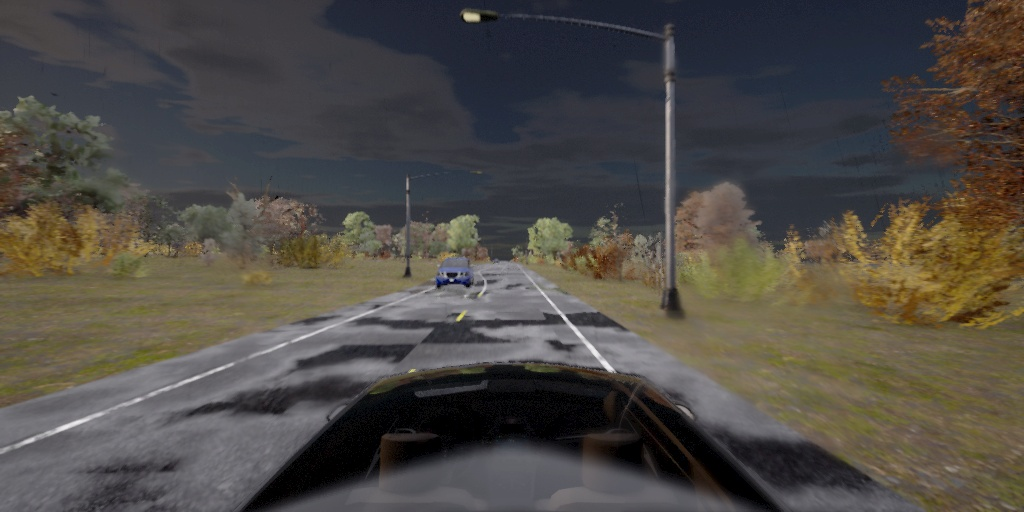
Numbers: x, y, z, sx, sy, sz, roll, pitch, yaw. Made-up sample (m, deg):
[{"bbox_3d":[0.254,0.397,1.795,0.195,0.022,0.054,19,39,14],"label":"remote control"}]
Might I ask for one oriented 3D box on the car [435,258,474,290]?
[{"bbox_3d":[-3.776,1.126,24.554,2.150,2.045,5.566,0,0,-3],"label":"car"}]
